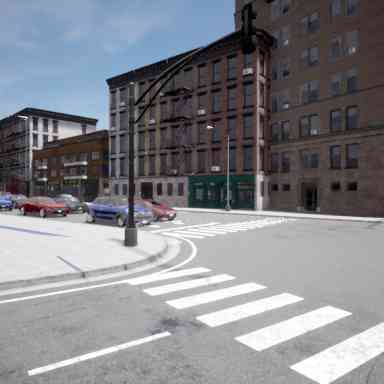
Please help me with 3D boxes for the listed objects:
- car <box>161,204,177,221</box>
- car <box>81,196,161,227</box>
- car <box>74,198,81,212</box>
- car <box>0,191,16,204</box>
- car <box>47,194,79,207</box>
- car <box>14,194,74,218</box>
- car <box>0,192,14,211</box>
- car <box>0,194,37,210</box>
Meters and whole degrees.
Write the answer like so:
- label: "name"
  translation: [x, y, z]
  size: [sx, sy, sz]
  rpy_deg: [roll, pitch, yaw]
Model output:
- label: "car"
  translation: [-3.208, 1.269, 23.702]
  size: [4.674, 1.442, 1.812]
  rpy_deg: [1, 0, 38]
- label: "car"
  translation: [-4.418, 1.091, 20.427]
  size: [4.553, 1.767, 2.097]
  rpy_deg: [1, 0, 40]
- label: "car"
  translation: [-11.161, 1.201, 29.918]
  size: [4.181, 1.385, 1.994]
  rpy_deg: [1, 0, 39]
- label: "car"
  translation: [-27.587, 0.786, 48.231]
  size: [4.553, 1.767, 2.097]
  rpy_deg: [1, 0, 41]
- label: "car"
  translation: [-16.767, 1.072, 43.174]
  size: [4.674, 1.442, 1.812]
  rpy_deg: [1, 0, 40]
- label: "car"
  translation: [-11.748, 1.118, 26.226]
  size: [5.008, 1.535, 1.882]
  rpy_deg: [1, 0, 39]
- label: "car"
  translation: [-19.235, 1.025, 32.293]
  size: [5.008, 1.535, 1.882]
  rpy_deg: [1, 0, 40]
- label: "car"
  translation: [-19.166, 1.029, 36.462]
  size: [4.902, 1.511, 2.128]
  rpy_deg: [1, 0, 40]
